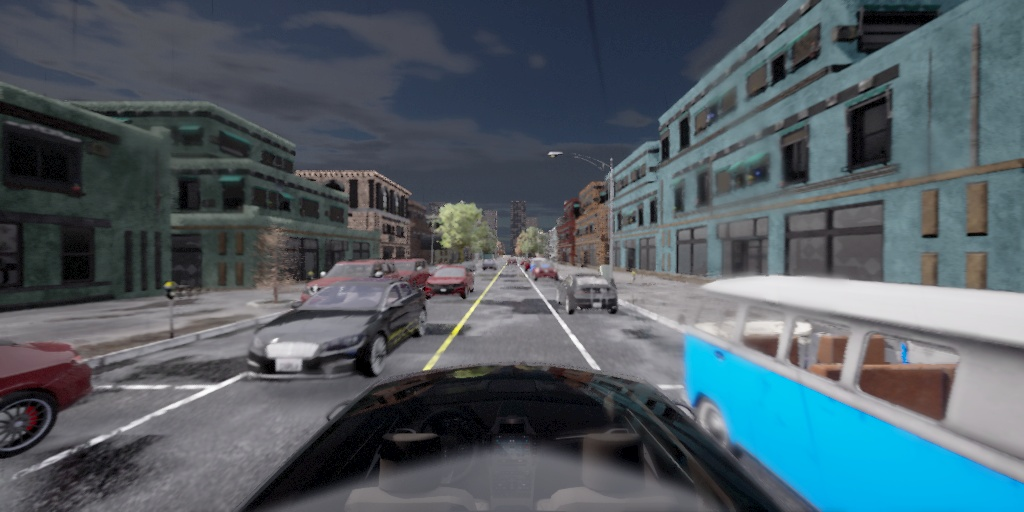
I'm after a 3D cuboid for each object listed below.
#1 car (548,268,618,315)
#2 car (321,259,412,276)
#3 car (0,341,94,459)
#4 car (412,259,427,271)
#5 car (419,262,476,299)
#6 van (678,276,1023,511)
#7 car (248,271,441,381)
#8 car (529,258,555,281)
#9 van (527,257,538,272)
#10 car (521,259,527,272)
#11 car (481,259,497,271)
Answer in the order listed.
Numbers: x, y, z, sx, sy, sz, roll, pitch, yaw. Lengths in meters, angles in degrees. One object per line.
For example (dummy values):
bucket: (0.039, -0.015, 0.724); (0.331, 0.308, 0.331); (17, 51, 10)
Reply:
car: (2.696, 1.312, 13.498); (2.007, 1.370, 4.403); (0, 0, 0)
car: (-5.686, 1.076, 13.499); (2.192, 1.841, 5.009); (0, 0, 0)
car: (-5.686, 1.333, 2.411); (1.802, 1.307, 4.207); (0, 0, 0)
car: (-5.684, 1.081, 19.043); (2.192, 1.841, 5.009); (0, 0, 0)
car: (-3.039, 1.243, 18.350); (1.882, 1.535, 5.008); (0, 0, 0)
van: (2.695, 1.092, 2.410); (1.690, 1.789, 3.998); (0, 0, 0)
car: (-3.090, 1.247, 7.426); (2.128, 1.511, 4.902); (0, 0, 0)
car: (2.697, 1.216, 30.130); (1.967, 1.591, 4.097); (0, 0, 0)
van: (2.698, 1.122, 35.674); (1.690, 1.789, 3.998); (0, 0, 0)
car: (2.699, 1.106, 46.762); (2.192, 1.841, 5.009); (0, 0, 0)
car: (-3.061, 1.341, 49.120); (2.033, 1.411, 5.357); (0, 0, 0)
